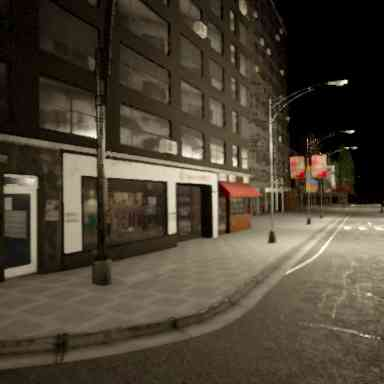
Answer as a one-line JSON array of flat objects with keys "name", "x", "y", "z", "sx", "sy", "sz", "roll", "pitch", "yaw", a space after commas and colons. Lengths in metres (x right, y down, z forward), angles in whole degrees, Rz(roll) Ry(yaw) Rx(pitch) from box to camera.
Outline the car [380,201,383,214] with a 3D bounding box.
[{"name": "car", "x": 29.613, "y": 2.476, "z": 50.249, "sx": 1.812, "sy": 1.442, "sz": 4.674, "roll": -2, "pitch": -2, "yaw": 27}]

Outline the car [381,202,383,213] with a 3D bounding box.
[{"name": "car", "x": 23.946, "y": 2.171, "z": 39.375, "sx": 1.882, "sy": 1.535, "sz": 5.008, "roll": -2, "pitch": -2, "yaw": 27}]
